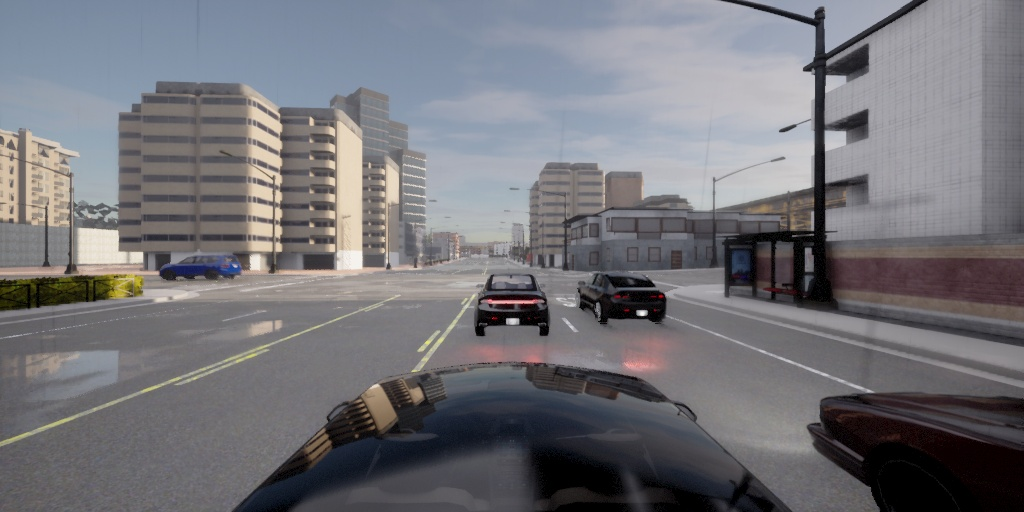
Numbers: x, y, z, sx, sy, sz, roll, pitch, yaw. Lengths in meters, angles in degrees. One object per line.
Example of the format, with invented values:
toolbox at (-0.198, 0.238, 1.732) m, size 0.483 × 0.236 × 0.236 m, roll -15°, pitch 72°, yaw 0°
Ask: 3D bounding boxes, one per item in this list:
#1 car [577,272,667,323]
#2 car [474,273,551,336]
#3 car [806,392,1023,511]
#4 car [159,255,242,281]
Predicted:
car at (3.450, 1.257, 12.039) m, size 1.837 × 1.490 × 4.892 m, roll 0°, pitch 1°, yaw -1°
car at (-0.020, 1.241, 10.379) m, size 2.128 × 1.511 × 4.902 m, roll 0°, pitch 0°, yaw -1°
car at (3.586, 1.297, 0.725) m, size 2.033 × 1.411 × 5.357 m, roll 0°, pitch 0°, yaw 0°
car at (-25.501, 0.970, 29.519) m, size 5.566 × 2.045 × 2.150 m, roll 0°, pitch 0°, yaw -2°
